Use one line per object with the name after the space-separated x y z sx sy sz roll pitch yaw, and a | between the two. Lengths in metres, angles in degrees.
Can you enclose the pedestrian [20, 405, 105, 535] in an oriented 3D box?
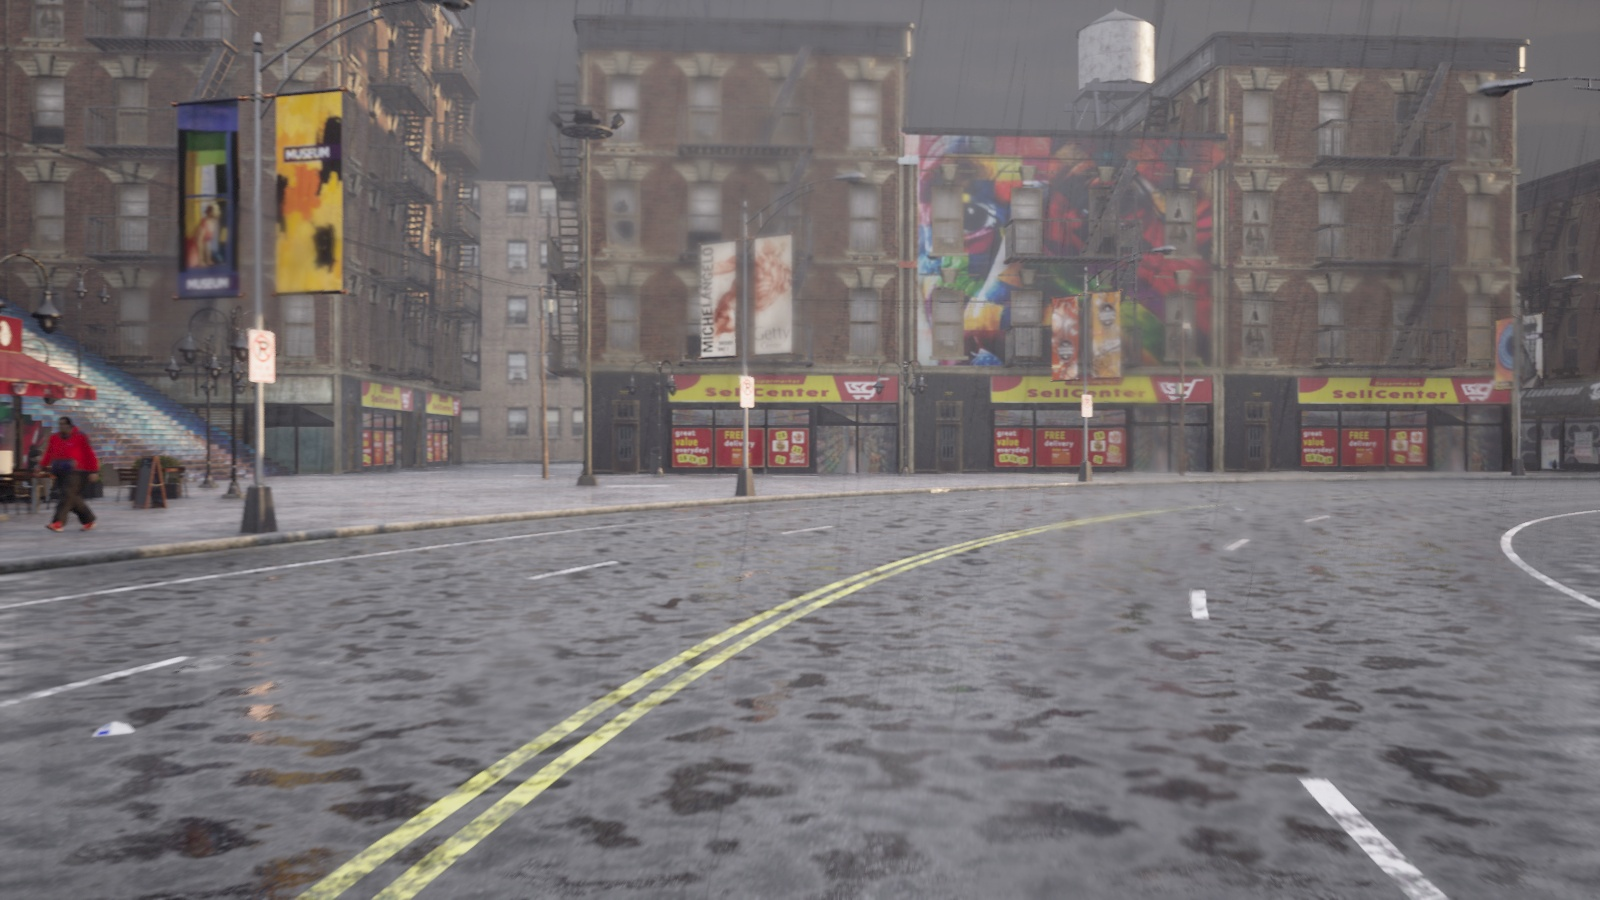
-10.800 0.281 18.416 0.634 1.844 0.899 0 0 13 | pedestrian
